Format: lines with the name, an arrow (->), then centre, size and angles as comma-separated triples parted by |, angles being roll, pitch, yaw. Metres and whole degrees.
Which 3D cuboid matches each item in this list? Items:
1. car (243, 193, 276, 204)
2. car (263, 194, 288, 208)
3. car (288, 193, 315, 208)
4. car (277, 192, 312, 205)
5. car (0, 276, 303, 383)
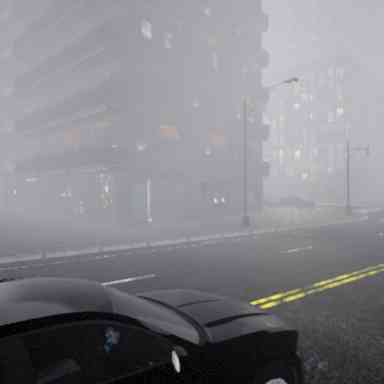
car -> 9.752, 0.899, 48.230 | 4.313, 1.339, 1.947 | 1, 0, 43
car -> 8.114, 1.033, 38.124 | 4.829, 1.417, 1.752 | 1, 0, 43
car -> 11.893, 1.082, 38.216 | 4.181, 1.385, 1.994 | 1, 1, 44
car -> 13.699, 0.850, 44.608 | 4.097, 1.590, 1.967 | 1, 0, 43
car -> -1.174, 1.475, 2.646 | 5.008, 1.535, 1.882 | -1, 0, -36
